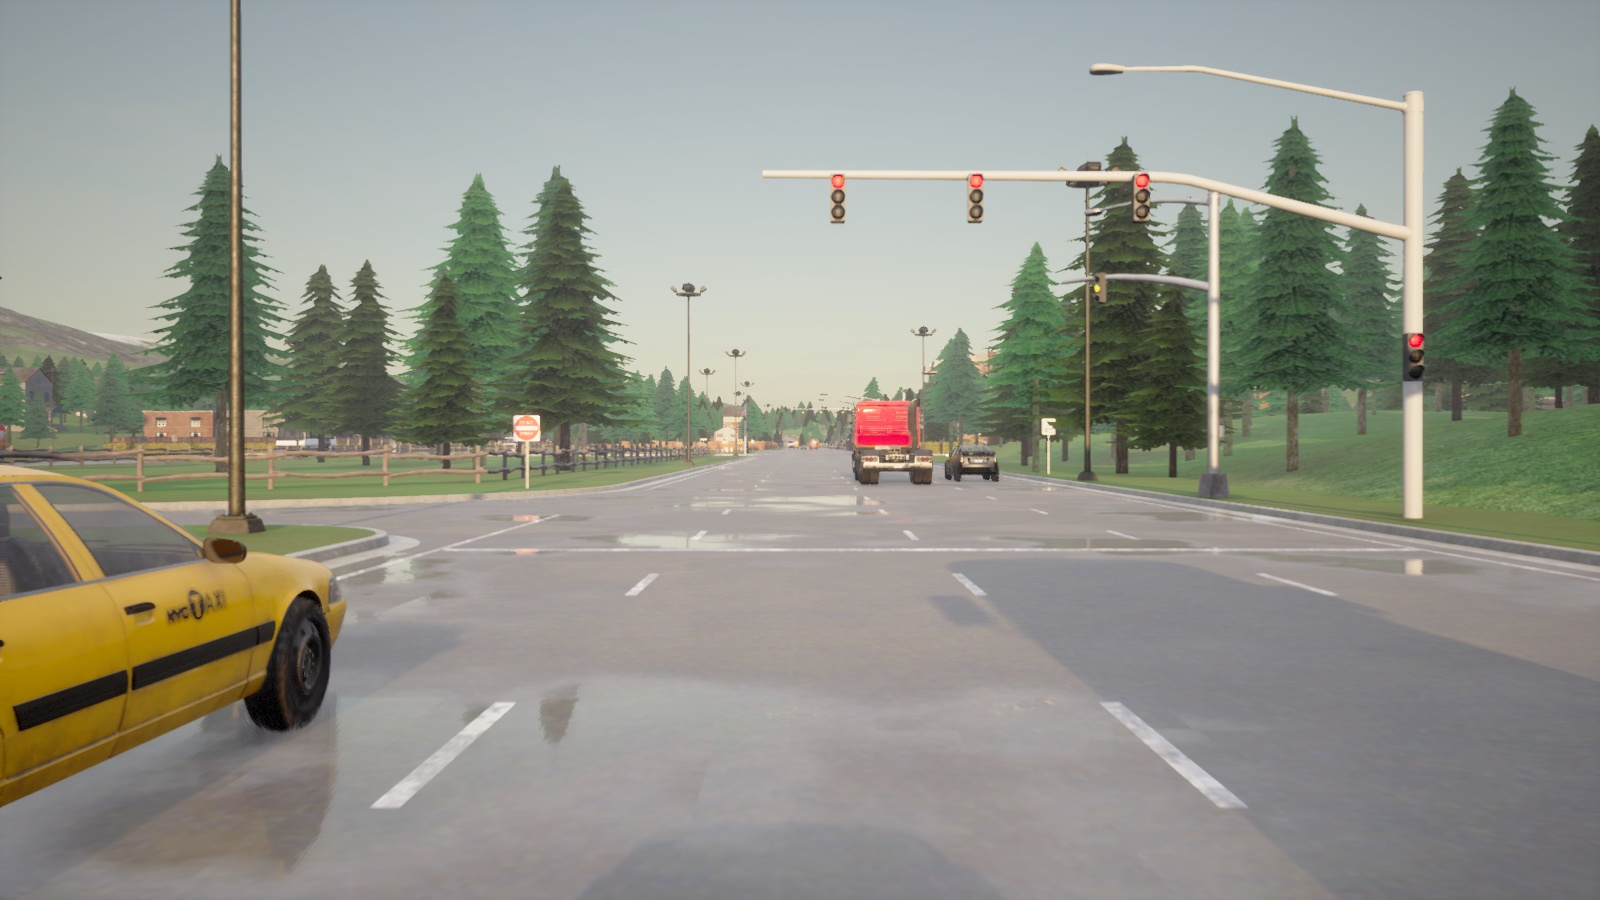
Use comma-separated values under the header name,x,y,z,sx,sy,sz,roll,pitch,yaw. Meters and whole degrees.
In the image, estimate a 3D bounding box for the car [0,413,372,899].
name,x,y,z,sx,sy,sz,roll,pitch,yaw
car,-3.467,0.665,4.817,1.801,1.575,5.366,0,0,0

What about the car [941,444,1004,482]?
name,x,y,z,sx,sy,sz,roll,pitch,yaw
car,7.181,0.499,52.623,2.007,1.525,4.514,0,0,0

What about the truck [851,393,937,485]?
name,x,y,z,sx,sy,sz,roll,pitch,yaw
truck,3.676,-0.426,50.890,2.891,3.462,7.936,0,0,0
